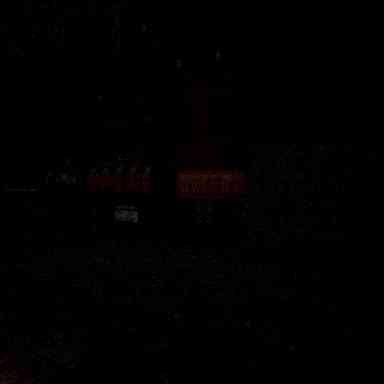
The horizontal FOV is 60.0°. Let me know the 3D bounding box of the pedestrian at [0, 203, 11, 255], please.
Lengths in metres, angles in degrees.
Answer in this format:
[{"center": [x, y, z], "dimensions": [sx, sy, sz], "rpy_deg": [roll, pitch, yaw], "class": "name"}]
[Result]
[{"center": [-5.157, 1.143, 8.778], "dimensions": [0.375, 1.860, 0.375], "rpy_deg": [2, 0, 35], "class": "pedestrian"}]
